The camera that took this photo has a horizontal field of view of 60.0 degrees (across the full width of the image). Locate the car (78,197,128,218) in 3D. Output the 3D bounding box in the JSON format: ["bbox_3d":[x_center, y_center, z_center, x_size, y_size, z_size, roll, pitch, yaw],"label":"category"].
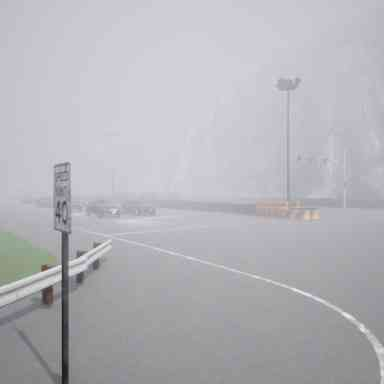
[{"bbox_3d":[-8.044,1.428,29.816,2.128,1.511,4.902,0,0,-38],"label":"car"}]

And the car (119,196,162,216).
[{"bbox_3d":[-5.229,1.435,31.898,1.837,1.490,4.892,0,0,-38],"label":"car"}]

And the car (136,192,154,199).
[{"bbox_3d":[-11.349,0.917,79.599,2.128,1.511,4.902,0,1,-38],"label":"car"}]

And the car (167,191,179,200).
[{"bbox_3d":[-4.948,0.829,71.416,2.150,2.045,5.566,0,1,-38],"label":"car"}]

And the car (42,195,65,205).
[{"bbox_3d":[-22.496,1.243,53.983,2.033,1.411,5.357,0,1,-38],"label":"car"}]

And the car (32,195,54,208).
[{"bbox_3d":[-19.485,1.322,44.406,1.837,1.490,4.892,0,1,-38],"label":"car"}]

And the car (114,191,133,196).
[{"bbox_3d":[-12.950,0.853,64.769,2.150,2.045,5.566,0,1,-38],"label":"car"}]

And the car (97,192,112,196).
[{"bbox_3d":[-19.618,0.809,73.128,2.097,1.767,4.553,0,1,-38],"label":"car"}]

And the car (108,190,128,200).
[{"bbox_3d":[-16.870,0.673,75.295,2.150,2.045,5.566,0,1,-38],"label":"car"}]

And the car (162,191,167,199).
[{"bbox_3d":[-7.921,0.964,69.537,2.097,1.767,4.553,0,1,-38],"label":"car"}]

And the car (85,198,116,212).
[{"bbox_3d":[-10.708,1.454,38.857,1.994,1.385,4.181,0,0,-38],"label":"car"}]

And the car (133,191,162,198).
[{"bbox_3d":[-8.828,0.879,65.175,2.150,2.045,5.566,0,1,-38],"label":"car"}]

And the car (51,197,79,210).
[{"bbox_3d":[-13.770,1.495,37.093,1.895,1.301,4.718,0,0,-38],"label":"car"}]

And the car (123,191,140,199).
[{"bbox_3d":[-14.086,0.754,77.416,2.097,1.767,4.553,0,1,-38],"label":"car"}]

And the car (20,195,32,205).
[{"bbox_3d":[-25.715,1.217,52.424,1.812,1.442,4.674,0,1,-37],"label":"car"}]
